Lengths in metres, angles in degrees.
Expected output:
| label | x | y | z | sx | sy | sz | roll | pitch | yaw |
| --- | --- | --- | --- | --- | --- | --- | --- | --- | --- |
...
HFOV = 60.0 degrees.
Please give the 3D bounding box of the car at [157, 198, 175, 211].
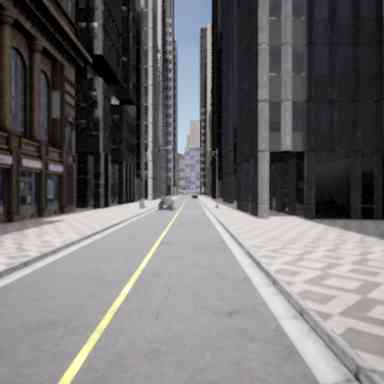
| label | x | y | z | sx | sy | sz | roll | pitch | yaw |
| --- | --- | --- | --- | --- | --- | --- | --- | --- | --- |
| car | -3.077 | 1.458 | 40.582 | 1.837 | 1.490 | 4.892 | 0 | 0 | 0 |
